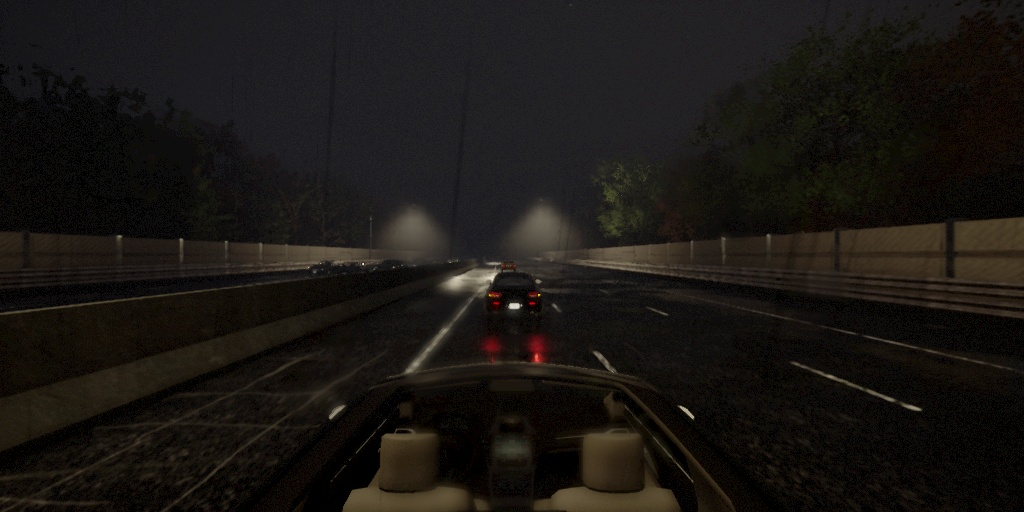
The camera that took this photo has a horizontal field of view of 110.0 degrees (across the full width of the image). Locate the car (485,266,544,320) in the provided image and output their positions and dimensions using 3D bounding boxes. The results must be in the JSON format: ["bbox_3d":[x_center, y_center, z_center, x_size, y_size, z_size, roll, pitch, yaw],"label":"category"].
[{"bbox_3d":[0.056,1.262,12.518,1.812,1.442,4.674,0,0,0],"label":"car"}]

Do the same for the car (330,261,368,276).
[{"bbox_3d":[-14.378,1.275,32.733,1.994,1.385,4.181,0,0,-1],"label":"car"}]

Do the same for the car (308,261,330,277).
[{"bbox_3d":[-17.915,1.199,34.944,2.128,1.511,4.902,0,0,-1],"label":"car"}]

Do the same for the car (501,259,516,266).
[{"bbox_3d":[-0.434,1.151,44.657,1.801,1.575,5.366,0,0,-1],"label":"car"}]

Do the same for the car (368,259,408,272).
[{"bbox_3d":[-10.872,1.064,32.425,2.097,1.767,4.553,0,0,-1],"label":"car"}]
